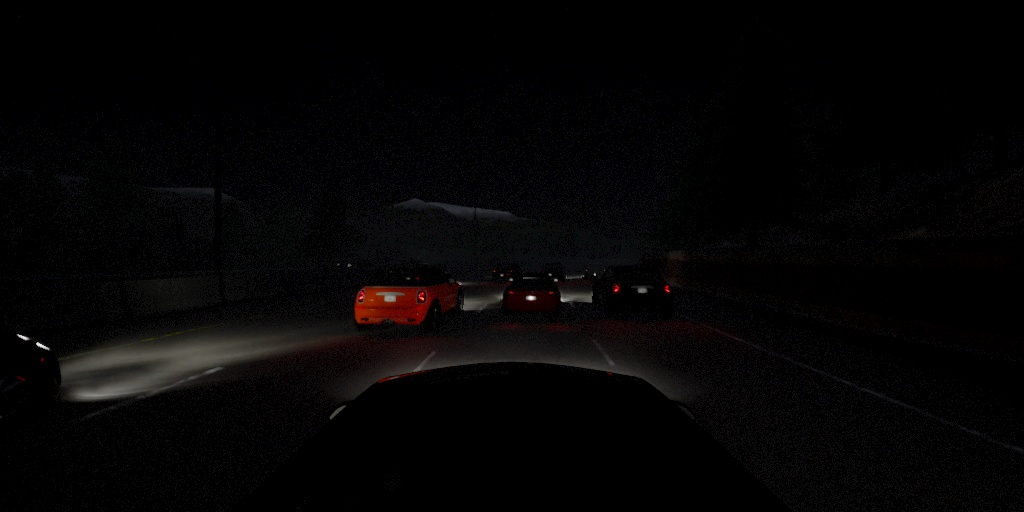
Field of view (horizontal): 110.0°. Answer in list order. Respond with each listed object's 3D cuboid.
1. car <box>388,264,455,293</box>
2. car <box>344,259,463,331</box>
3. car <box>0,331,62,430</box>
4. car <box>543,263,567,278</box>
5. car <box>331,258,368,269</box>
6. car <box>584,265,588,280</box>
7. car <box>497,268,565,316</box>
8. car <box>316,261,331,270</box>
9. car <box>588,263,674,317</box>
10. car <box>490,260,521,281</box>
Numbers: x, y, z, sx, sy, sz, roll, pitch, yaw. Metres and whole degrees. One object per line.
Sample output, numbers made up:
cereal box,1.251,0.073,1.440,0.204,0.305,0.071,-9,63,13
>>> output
car,-5.274,1.278,21.883,2.033,1.411,5.357,0,0,9
car,-2.921,1.092,11.138,2.097,1.767,4.553,0,0,4
car,-6.790,1.082,2.617,2.097,1.767,4.553,0,0,0
car,3.532,1.281,30.607,1.812,1.442,4.674,0,0,13
car,-18.802,1.039,42.901,2.097,1.767,4.553,0,0,16
car,7.364,1.292,31.661,1.812,1.442,4.674,0,0,13
car,0.793,1.314,13.471,1.994,1.385,4.181,0,0,5
car,-22.024,1.242,44.386,1.994,1.385,4.181,0,0,16
car,4.306,1.113,13.438,2.097,1.767,4.553,0,0,5
car,-0.311,1.270,29.423,1.812,1.442,4.674,0,0,12
